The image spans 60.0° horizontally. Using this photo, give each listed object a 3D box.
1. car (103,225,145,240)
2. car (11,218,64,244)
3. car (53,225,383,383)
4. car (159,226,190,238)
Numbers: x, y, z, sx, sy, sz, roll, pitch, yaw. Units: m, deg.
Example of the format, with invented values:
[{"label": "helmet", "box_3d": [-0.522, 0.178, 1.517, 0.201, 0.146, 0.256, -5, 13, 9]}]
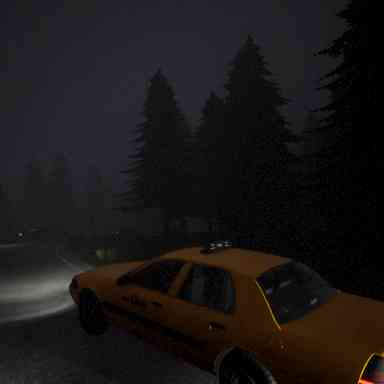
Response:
[{"label": "car", "box_3d": [-7.438, 4.510, 36.956, 2.033, 1.411, 5.357, -4, -8, 20]}, {"label": "car", "box_3d": [-12.747, 3.224, 28.116, 2.150, 2.045, 5.566, -4, -7, 7]}, {"label": "car", "box_3d": [0.138, 1.441, 4.738, 5.366, 1.575, 1.801, 0, 1, 43]}, {"label": "car", "box_3d": [-2.319, 5.544, 46.264, 1.882, 1.535, 5.008, -5, -8, 30]}]
